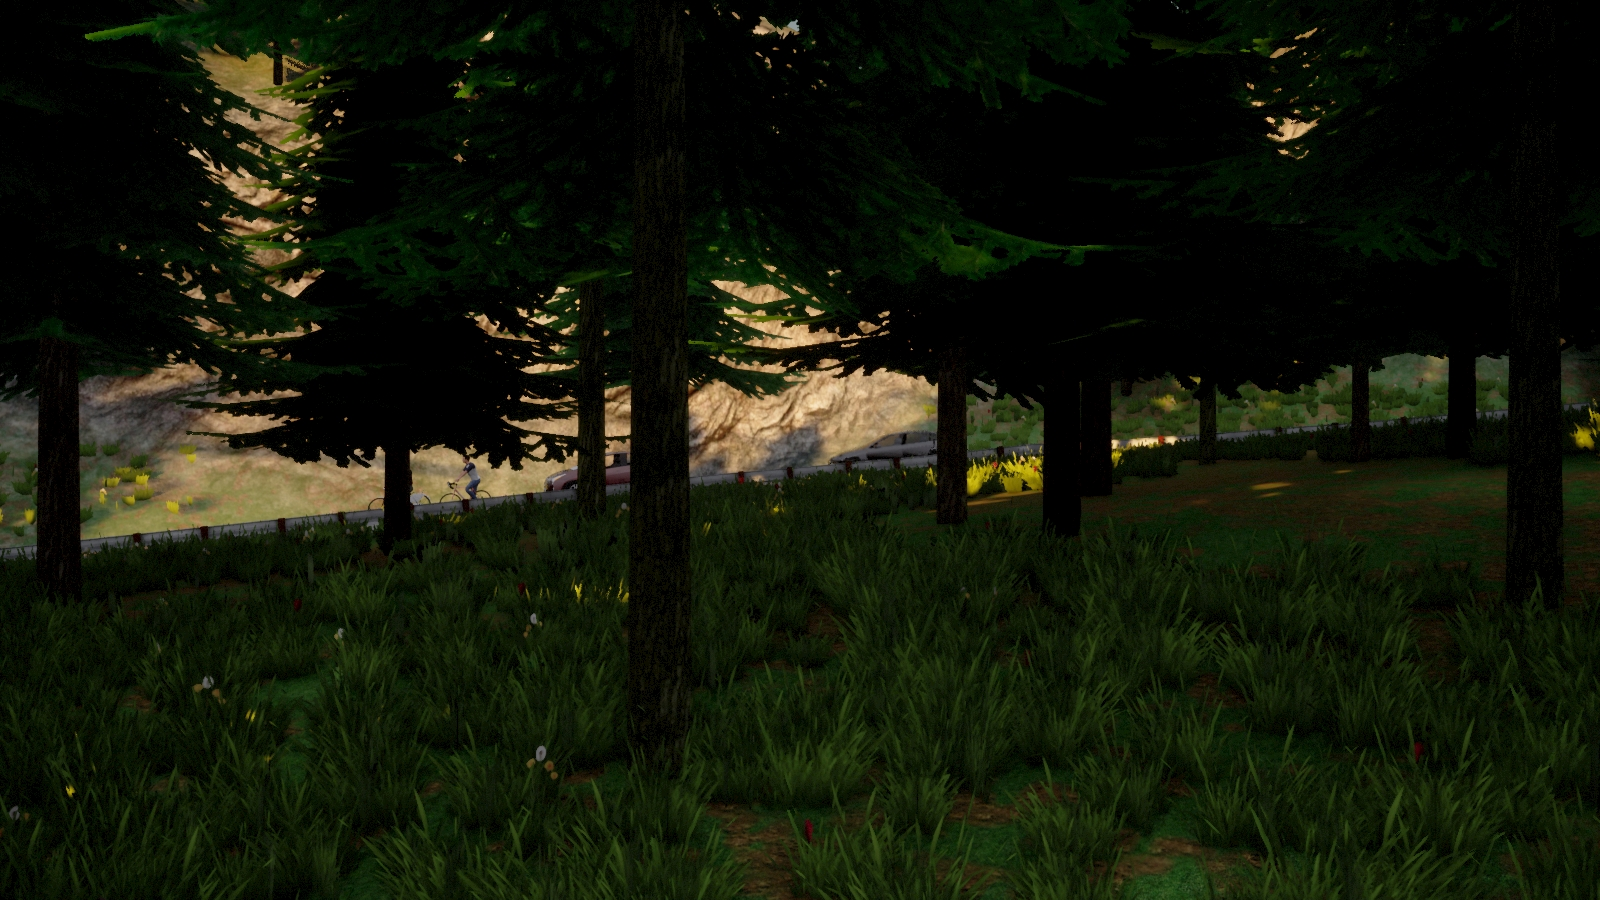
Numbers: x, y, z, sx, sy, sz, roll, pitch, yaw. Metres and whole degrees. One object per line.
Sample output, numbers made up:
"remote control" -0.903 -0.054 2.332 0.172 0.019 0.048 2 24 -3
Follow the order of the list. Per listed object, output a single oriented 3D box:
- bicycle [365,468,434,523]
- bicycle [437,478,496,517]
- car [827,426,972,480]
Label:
"bicycle" -12.076 1.355 34.488 1.835 1.471 0.329 -5 2 -29
"bicycle" -10.252 1.440 35.171 1.643 1.024 0.373 -5 3 -36
"car" 3.410 0.110 39.993 4.792 1.488 2.163 -4 0 -1
